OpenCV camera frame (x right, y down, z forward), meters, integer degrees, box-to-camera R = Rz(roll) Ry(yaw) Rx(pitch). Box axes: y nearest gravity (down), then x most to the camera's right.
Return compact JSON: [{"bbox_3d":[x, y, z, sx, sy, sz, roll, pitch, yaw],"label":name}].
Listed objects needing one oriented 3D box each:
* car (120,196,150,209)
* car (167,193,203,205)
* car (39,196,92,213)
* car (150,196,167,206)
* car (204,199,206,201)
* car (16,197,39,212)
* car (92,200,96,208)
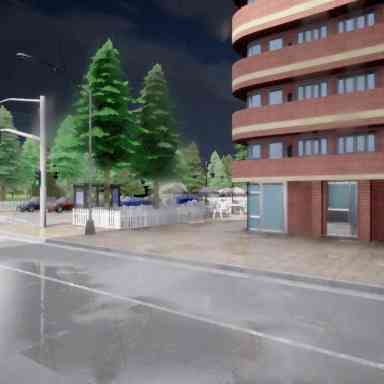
[{"bbox_3d":[-8.237,1.422,43.557,1.882,1.535,5.008,0,0,37],"label":"car"},{"bbox_3d":[-1.415,1.166,51.748,5.566,2.045,2.150,0,0,-44],"label":"car"},{"bbox_3d":[-13.645,1.296,36.113,2.097,1.767,4.553,0,0,36],"label":"car"},{"bbox_3d":[-6.673,1.449,51.037,1.837,1.490,4.892,0,0,41],"label":"car"},{"bbox_3d":[0.474,1.508,57.901,4.181,1.385,1.994,0,0,-37],"label":"car"},{"bbox_3d":[-17.130,1.296,37.251,2.097,1.767,4.553,0,0,35],"label":"car"},{"bbox_3d":[-12.095,1.508,44.222,1.994,1.385,4.181,0,0,35],"label":"car"}]
